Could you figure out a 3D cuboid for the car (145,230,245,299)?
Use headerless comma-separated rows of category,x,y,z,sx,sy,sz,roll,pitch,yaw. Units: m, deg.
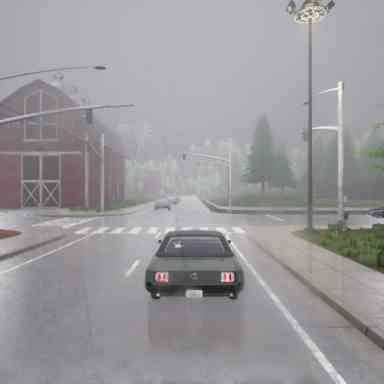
car,0.066,1.601,8.378,1.895,1.301,4.718,0,0,0

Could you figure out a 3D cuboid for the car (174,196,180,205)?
car,-3.584,1.524,57.555,1.812,1.442,4.674,0,0,0

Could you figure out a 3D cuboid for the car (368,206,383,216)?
car,16.969,1.498,27.202,4.674,1.442,1.812,0,0,-1

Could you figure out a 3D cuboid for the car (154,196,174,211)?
car,-3.600,1.524,41.398,1.812,1.442,4.674,0,0,0
